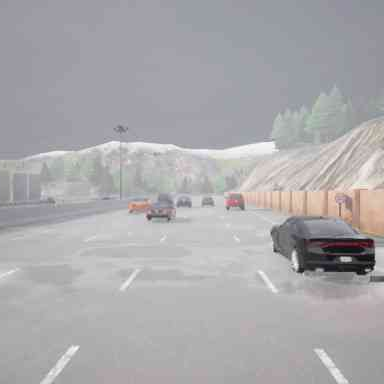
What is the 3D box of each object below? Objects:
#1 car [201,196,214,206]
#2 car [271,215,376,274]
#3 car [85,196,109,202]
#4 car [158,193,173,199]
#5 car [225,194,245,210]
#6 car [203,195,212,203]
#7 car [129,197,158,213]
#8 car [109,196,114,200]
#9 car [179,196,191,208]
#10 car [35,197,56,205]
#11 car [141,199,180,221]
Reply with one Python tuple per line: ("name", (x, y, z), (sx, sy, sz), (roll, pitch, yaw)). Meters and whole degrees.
("car", (2.540, 1.491, 53.255), (2.128, 1.511, 4.902), (0, 0, 3))
("car", (3.830, 1.477, 10.594), (1.882, 1.535, 5.008), (0, 0, 2))
("car", (-15.206, 1.601, 52.504), (1.895, 1.301, 4.718), (0, 0, 3))
("car", (-4.398, 1.222, 54.536), (2.150, 2.045, 5.566), (0, 0, 3))
("car", (5.482, 1.221, 42.782), (2.150, 2.045, 5.566), (0, 0, 3))
("car", (3.200, 1.478, 69.624), (1.882, 1.535, 5.008), (0, 0, 2))
("car", (-5.405, 1.353, 36.731), (2.097, 1.767, 4.553), (0, 0, 3))
("car", (-17.897, 1.457, 70.127), (1.895, 1.301, 4.718), (0, 0, 2))
("car", (-1.154, 1.353, 48.208), (2.097, 1.767, 4.553), (0, 0, -1))
("car", (-25.412, 1.526, 57.924), (1.812, 1.442, 4.674), (0, 0, 3))
("car", (-2.468, 1.547, 27.454), (2.033, 1.411, 5.357), (0, 0, 3))
